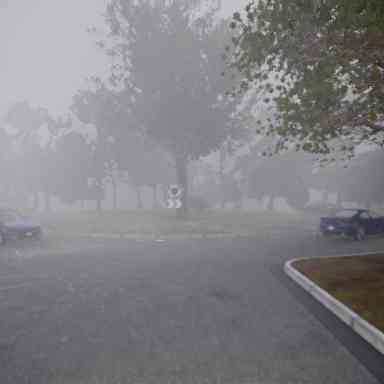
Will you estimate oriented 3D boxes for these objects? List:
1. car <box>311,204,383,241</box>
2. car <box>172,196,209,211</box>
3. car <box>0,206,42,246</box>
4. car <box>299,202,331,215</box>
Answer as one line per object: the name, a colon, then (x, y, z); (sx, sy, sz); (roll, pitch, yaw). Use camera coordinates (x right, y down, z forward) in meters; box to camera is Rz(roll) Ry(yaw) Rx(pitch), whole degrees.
car: (8.830, 1.621, 17.736); (5.008, 1.535, 1.882); (0, 0, -35)
car: (-0.497, 1.594, 45.903); (5.566, 2.045, 2.150); (0, -1, 6)
car: (-9.325, 1.608, 16.009); (5.008, 1.535, 1.882); (-1, 0, 31)
car: (13.515, 1.779, 35.843); (2.128, 1.511, 4.902); (0, -1, -19)
